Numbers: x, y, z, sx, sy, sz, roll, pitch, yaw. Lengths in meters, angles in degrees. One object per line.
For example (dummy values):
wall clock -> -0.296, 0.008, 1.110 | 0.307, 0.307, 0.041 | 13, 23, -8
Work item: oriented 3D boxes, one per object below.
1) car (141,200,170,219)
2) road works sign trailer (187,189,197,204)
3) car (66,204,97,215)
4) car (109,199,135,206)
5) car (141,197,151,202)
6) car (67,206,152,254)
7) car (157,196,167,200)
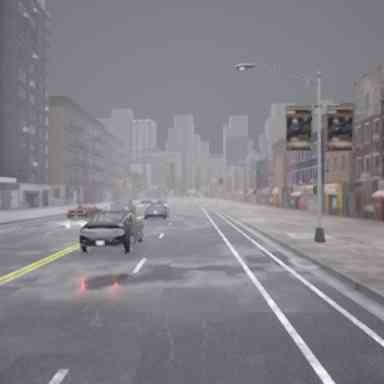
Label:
car -> -3.153, 1.712, 30.526 | 1.994, 1.385, 4.181 | 0, 0, 0
road works sign trailer -> -0.003, 0.927, 75.431 | 2.380, 3.560, 2.880 | 0, 0, 0
car -> -9.849, 1.749, 30.440 | 1.895, 1.301, 4.718 | 0, 0, 0
car -> -6.596, 1.506, 31.408 | 2.097, 1.767, 4.553 | 0, 0, 0
car -> -9.753, 1.861, 70.939 | 1.882, 1.535, 5.008 | 0, 0, 0
car -> -3.152, 1.548, 13.842 | 2.128, 1.511, 4.902 | 0, 0, 0
car -> -6.503, 1.739, 72.361 | 2.097, 1.767, 4.553 | 0, 0, 0
